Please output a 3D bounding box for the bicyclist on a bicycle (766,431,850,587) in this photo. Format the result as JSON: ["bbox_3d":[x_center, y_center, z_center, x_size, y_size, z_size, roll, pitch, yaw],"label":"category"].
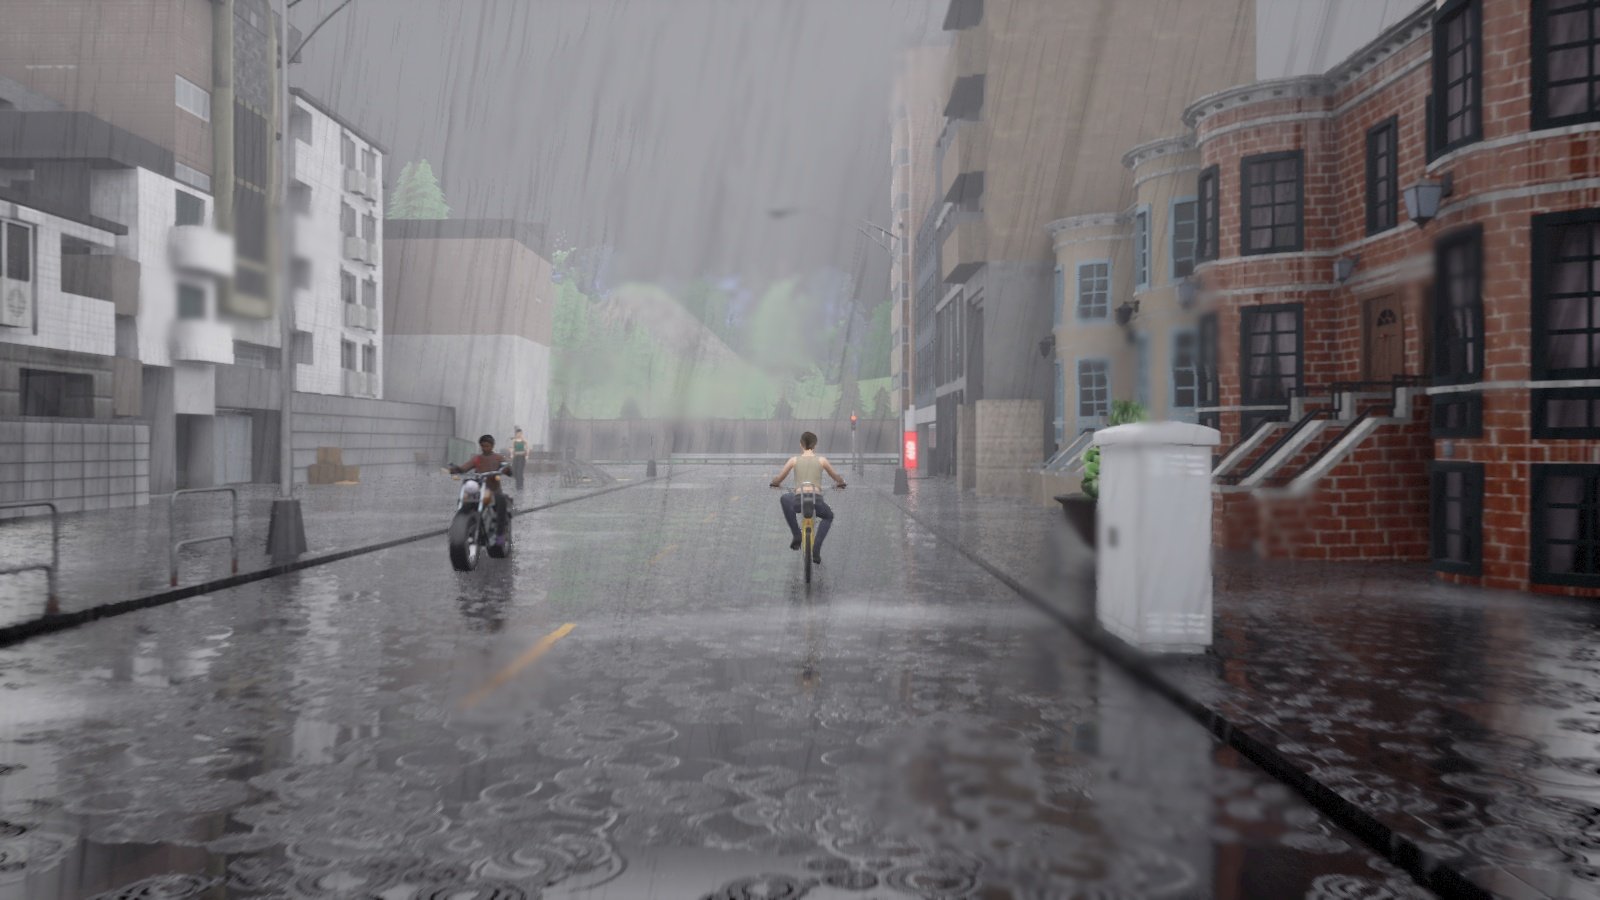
[{"bbox_3d":[0.089,0.606,13.723,0.866,1.612,1.509,0,0,0],"label":"bicyclist on a bicycle"}]

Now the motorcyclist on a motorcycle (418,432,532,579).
[{"bbox_3d":[-3.900,0.608,15.266,0.766,1.649,2.350,0,0,0],"label":"motorcyclist on a motorcycle"}]
